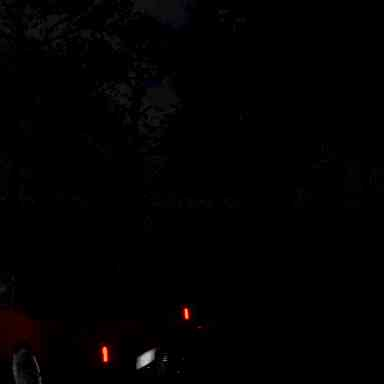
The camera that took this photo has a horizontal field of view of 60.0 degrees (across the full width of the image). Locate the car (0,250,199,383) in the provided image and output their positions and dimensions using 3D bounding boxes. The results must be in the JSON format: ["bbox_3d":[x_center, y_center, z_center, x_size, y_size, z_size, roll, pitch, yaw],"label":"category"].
[{"bbox_3d":[-2.321,1.574,5.033,4.718,1.301,1.895,0,0,36],"label":"car"}]
